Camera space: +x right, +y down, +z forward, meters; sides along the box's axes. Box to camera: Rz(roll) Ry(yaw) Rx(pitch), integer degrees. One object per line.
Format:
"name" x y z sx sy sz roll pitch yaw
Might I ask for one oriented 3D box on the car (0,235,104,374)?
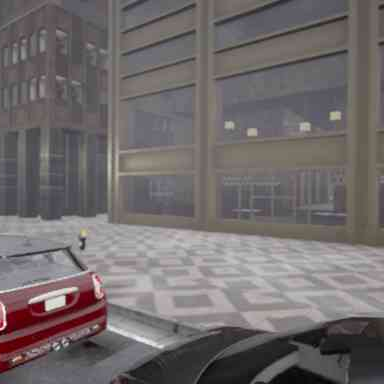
"car" -3.297 1.411 5.311 4.097 1.590 1.967 0 0 36

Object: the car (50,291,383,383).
"car" 1.263 1.566 2.059 4.313 1.339 1.947 0 0 36
